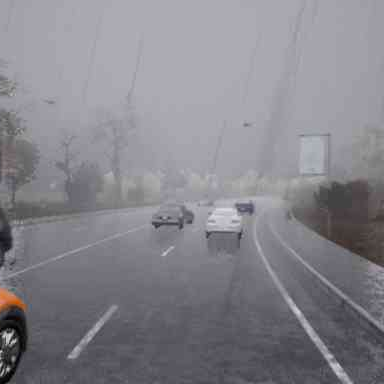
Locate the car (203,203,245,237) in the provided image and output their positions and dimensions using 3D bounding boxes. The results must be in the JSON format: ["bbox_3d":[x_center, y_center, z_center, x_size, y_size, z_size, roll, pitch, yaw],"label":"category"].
[{"bbox_3d":[1.824,1.551,18.032,1.812,1.442,4.674,0,0,9],"label":"car"}]

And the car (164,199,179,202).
[{"bbox_3d":[-2.733,1.582,45.286,1.994,1.385,4.181,0,0,16],"label":"car"}]

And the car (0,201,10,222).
[{"bbox_3d":[-6.674,1.203,7.890,2.150,2.045,5.566,0,0,5],"label":"car"}]

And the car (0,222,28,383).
[{"bbox_3d":[-3.205,1.342,2.475,2.097,1.767,4.553,0,0,1],"label":"car"}]

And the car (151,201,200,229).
[{"bbox_3d":[-1.106,1.562,21.775,2.033,1.411,5.357,0,0,11],"label":"car"}]

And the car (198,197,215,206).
[{"bbox_3d":[2.102,1.536,49.378,2.128,1.511,4.902,0,0,17],"label":"car"}]

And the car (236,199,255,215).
[{"bbox_3d":[5.674,1.535,35.540,1.882,1.535,5.008,0,0,15],"label":"car"}]
